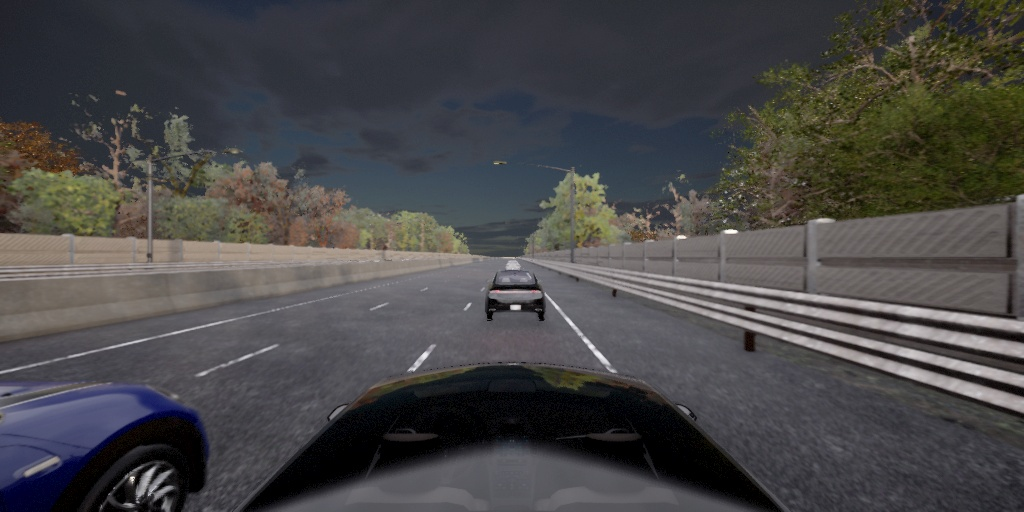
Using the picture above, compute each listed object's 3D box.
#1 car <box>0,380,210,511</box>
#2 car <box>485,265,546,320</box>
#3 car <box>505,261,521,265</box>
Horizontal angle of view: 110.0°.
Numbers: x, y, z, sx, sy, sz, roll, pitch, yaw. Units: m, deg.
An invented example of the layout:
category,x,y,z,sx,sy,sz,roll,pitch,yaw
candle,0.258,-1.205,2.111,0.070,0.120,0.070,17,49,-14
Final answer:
category,x,y,z,sx,sy,sz,roll,pitch,yaw
car,-3.397,1.102,0.890,2.097,1.767,4.553,0,0,0
car,0.101,1.244,12.569,2.128,1.511,4.902,0,0,0
car,0.102,1.287,44.379,1.812,1.442,4.674,0,0,0
